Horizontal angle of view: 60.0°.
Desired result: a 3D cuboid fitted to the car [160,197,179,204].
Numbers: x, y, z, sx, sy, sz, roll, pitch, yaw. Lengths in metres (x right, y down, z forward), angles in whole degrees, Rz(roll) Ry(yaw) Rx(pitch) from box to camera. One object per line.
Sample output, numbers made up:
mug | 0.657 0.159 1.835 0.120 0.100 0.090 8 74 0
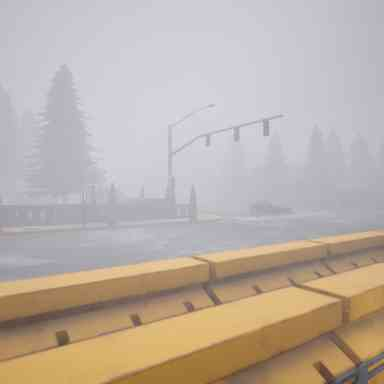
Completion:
car | -3.729 1.525 49.005 1.812 1.442 4.674 0 0 -35

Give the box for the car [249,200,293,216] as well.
car | 7.771 1.525 33.141 1.812 1.442 4.674 0 0 -38
